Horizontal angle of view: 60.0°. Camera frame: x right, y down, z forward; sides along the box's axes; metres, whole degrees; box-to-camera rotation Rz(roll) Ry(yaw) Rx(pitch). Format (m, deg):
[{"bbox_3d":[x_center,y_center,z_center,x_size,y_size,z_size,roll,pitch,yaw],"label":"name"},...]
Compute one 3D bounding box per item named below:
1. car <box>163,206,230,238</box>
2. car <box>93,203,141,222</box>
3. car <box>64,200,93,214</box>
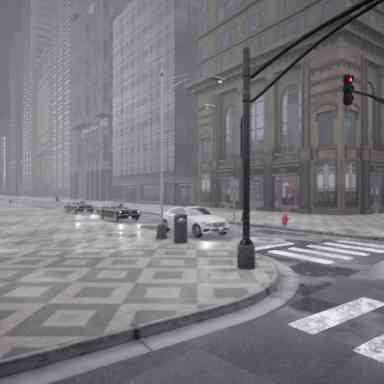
[{"bbox_3d":[-0.013,1.473,17.770,1.812,1.442,4.674,0,0,-37],"label":"car"},{"bbox_3d":[-5.766,1.520,25.891,1.895,1.301,4.718,0,0,-35],"label":"car"},{"bbox_3d":[-11.646,1.495,34.182,1.895,1.301,4.718,0,0,-35],"label":"car"}]
